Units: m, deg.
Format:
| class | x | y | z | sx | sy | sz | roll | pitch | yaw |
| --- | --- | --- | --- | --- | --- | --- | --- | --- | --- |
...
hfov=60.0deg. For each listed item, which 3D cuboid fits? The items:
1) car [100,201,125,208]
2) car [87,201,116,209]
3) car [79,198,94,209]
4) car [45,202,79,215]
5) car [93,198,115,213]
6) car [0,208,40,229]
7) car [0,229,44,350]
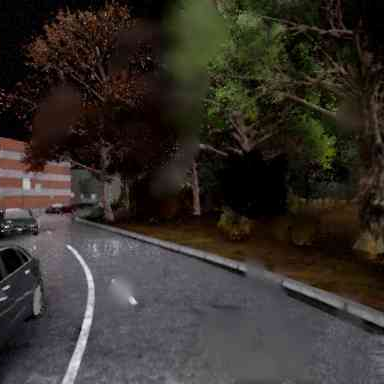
| class | x | y | z | sx | sy | sz | roll | pitch | yaw |
| --- | --- | --- | --- | --- | --- | --- | --- | --- | --- |
| car | -17.131 | 2.601 | 71.663 | 4.674 | 1.452 | 2.002 | 0 | -1 | 8 |
| car | -17.965 | 2.493 | 66.075 | 5.008 | 1.535 | 2.097 | 0 | -1 | 8 |
| car | -18.821 | 2.169 | 60.491 | 5.566 | 2.045 | 2.435 | 0 | -1 | 8 |
| car | -16.913 | 2.153 | 42.871 | 1.882 | 1.535 | 5.008 | 0 | -1 | 8 |
| car | -12.530 | 2.133 | 50.068 | 2.097 | 1.767 | 4.553 | 0 | -1 | 9 |
| car | -10.267 | 1.765 | 19.690 | 1.837 | 1.490 | 4.892 | 0 | -1 | -29 |
| car | -3.460 | 1.557 | 4.551 | 1.837 | 1.490 | 4.892 | 0 | -1 | -10 |
